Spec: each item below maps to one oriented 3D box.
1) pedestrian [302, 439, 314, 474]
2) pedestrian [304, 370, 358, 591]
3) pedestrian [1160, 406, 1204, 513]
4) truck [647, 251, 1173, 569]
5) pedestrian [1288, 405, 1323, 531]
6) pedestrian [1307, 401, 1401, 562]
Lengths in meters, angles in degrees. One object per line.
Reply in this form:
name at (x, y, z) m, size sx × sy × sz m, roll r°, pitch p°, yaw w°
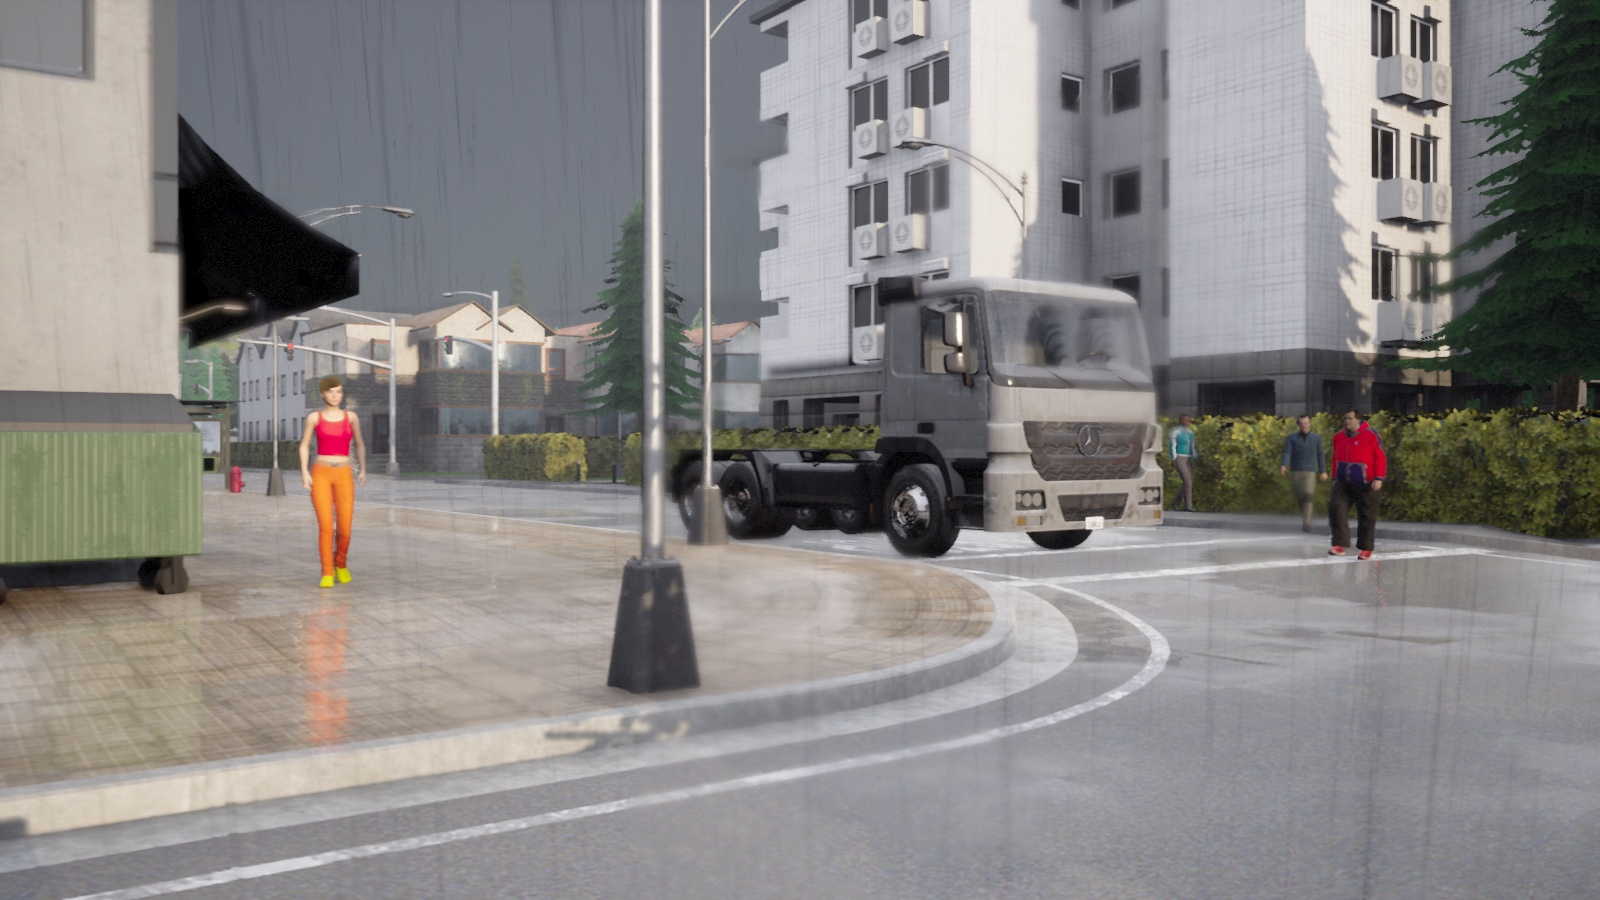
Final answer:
pedestrian at (-27.484, 0.368, 70.183) m, size 0.423 × 1.949 × 0.788 m, roll 0°, pitch 0°, yaw -37°
pedestrian at (-4.036, 0.256, 10.790) m, size 0.345 × 1.836 × 0.594 m, roll 0°, pitch 0°, yaw -29°
pedestrian at (7.025, 0.173, 23.103) m, size 0.396 × 1.930 × 0.692 m, roll 0°, pitch 0°, yaw -24°
truck at (1.061, -0.427, 17.741) m, size 2.891 × 3.462 × 7.936 m, roll 0°, pitch 0°, yaw -36°
pedestrian at (7.568, 0.263, 18.784) m, size 0.402 × 1.842 × 0.726 m, roll 0°, pitch 0°, yaw 28°
pedestrian at (6.562, 0.358, 14.882) m, size 0.899 × 1.844 × 0.634 m, roll 0°, pitch 0°, yaw -35°
